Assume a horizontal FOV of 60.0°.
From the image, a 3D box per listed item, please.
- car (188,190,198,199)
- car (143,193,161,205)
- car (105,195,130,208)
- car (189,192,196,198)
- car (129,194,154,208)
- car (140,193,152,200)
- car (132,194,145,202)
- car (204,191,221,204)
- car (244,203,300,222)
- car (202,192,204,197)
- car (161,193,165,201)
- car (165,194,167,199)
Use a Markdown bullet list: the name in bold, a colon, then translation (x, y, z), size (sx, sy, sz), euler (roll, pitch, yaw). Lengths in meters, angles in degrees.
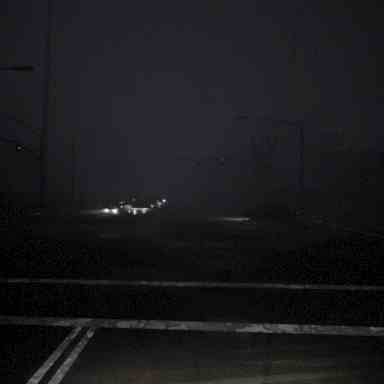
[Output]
- **car**: translation (0.183, 0.588, 76.547), size (2.150, 2.045, 5.566), euler (0, 1, 0)
- **car**: translation (-6.872, 1.294, 55.215), size (2.033, 1.411, 5.357), euler (0, 1, 0)
- **car**: translation (-10.419, 1.359, 45.371), size (2.128, 1.511, 4.902), euler (0, 1, 1)
- **car**: translation (0.209, 0.667, 87.224), size (1.812, 1.442, 4.674), euler (0, 1, 0)
- **car**: translation (-6.917, 1.422, 45.984), size (1.994, 1.385, 4.181), euler (0, 1, 1)
- **car**: translation (-10.320, 0.933, 75.135), size (2.033, 1.411, 5.357), euler (0, 1, 0)
- **car**: translation (-10.346, 1.165, 64.516), size (1.994, 1.385, 4.181), euler (0, 1, 0)
- **car**: translation (3.735, 0.945, 57.164), size (2.150, 2.045, 5.566), euler (0, 1, 0)
- **car**: translation (6.179, 1.534, 25.789), size (4.181, 1.385, 1.994), euler (0, 1, 36)
- **car**: translation (3.711, 0.480, 88.084), size (2.097, 1.767, 4.553), euler (0, 1, 0)
- **car**: translation (-6.846, 1.197, 64.792), size (1.895, 1.301, 4.718), euler (0, 1, 0)
- **car**: translation (-6.820, 0.988, 75.140), size (1.895, 1.301, 4.718), euler (0, 1, 0)
